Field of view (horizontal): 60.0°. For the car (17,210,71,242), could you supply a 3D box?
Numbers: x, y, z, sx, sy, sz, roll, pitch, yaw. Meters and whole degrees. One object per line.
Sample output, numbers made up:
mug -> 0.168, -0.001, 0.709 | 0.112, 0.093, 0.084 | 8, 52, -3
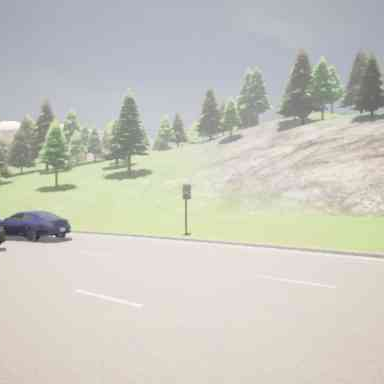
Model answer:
car -> -8.340, 1.676, 17.075 | 4.674, 1.442, 1.812 | 0, 0, 25

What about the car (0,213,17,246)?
car -> -9.837, 1.672, 13.912 | 4.674, 1.442, 1.812 | 0, 0, 25
